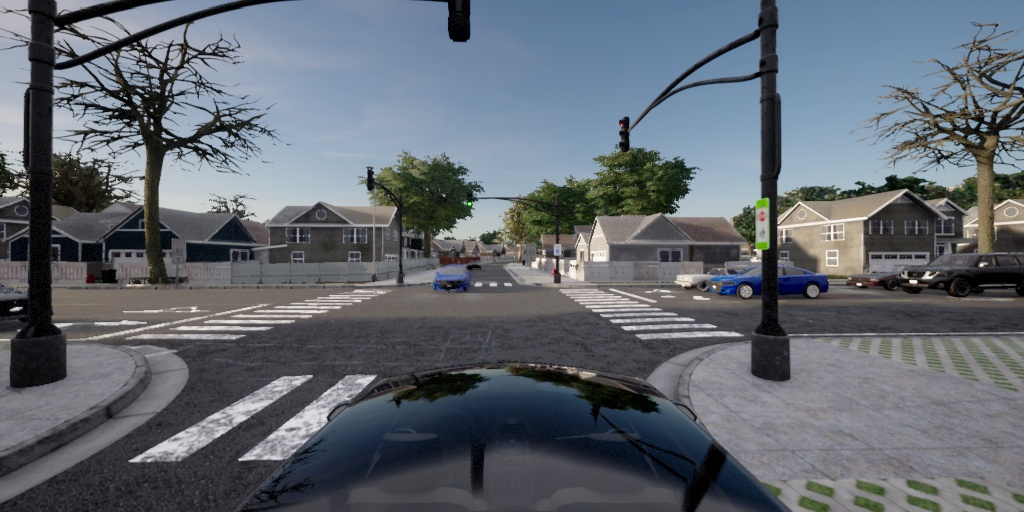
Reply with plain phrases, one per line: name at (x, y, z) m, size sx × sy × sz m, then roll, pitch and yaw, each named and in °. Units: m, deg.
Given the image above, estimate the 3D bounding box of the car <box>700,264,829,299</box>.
car at (12.011, 1.168, 16.941) m, size 5.008 × 1.535 × 1.882 m, roll 0°, pitch 0°, yaw -2°

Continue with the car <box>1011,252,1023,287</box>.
car at (33.123, 0.776, 20.738) m, size 5.566 × 2.045 × 2.150 m, roll -1°, pitch 0°, yaw -1°

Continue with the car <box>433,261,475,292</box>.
car at (-3.436, 1.282, 21.360) m, size 1.882 × 1.535 × 5.008 m, roll 0°, pitch 0°, yaw -3°

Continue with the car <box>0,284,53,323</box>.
car at (-15.226, 1.232, 9.522) m, size 4.181 × 1.385 × 1.994 m, roll 0°, pitch 0°, yaw -2°

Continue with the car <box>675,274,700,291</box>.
car at (11.801, 1.316, 20.187) m, size 4.718 × 1.301 × 1.895 m, roll 0°, pitch 0°, yaw -1°

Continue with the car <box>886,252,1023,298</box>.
car at (21.947, 0.857, 17.207) m, size 5.566 × 2.045 × 2.150 m, roll 0°, pitch 0°, yaw -1°

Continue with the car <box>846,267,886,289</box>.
car at (22.405, 1.205, 20.464) m, size 5.357 × 1.411 × 2.033 m, roll 0°, pitch 0°, yaw -1°

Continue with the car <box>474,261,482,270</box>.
car at (-5.438, 1.363, 52.219) m, size 1.895 × 1.301 × 4.718 m, roll 0°, pitch 0°, yaw -2°
